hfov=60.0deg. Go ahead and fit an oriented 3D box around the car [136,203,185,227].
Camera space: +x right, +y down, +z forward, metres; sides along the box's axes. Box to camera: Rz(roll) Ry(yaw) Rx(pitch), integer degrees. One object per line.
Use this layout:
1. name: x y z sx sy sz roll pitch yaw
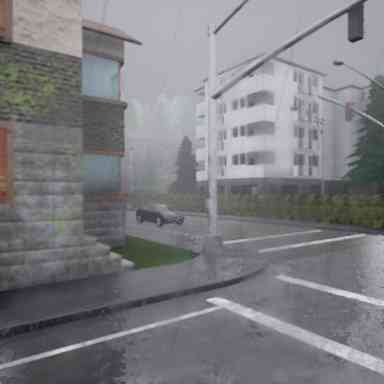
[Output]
1. car: -2.374 1.603 24.159 1.837 1.490 4.892 0 0 -36
